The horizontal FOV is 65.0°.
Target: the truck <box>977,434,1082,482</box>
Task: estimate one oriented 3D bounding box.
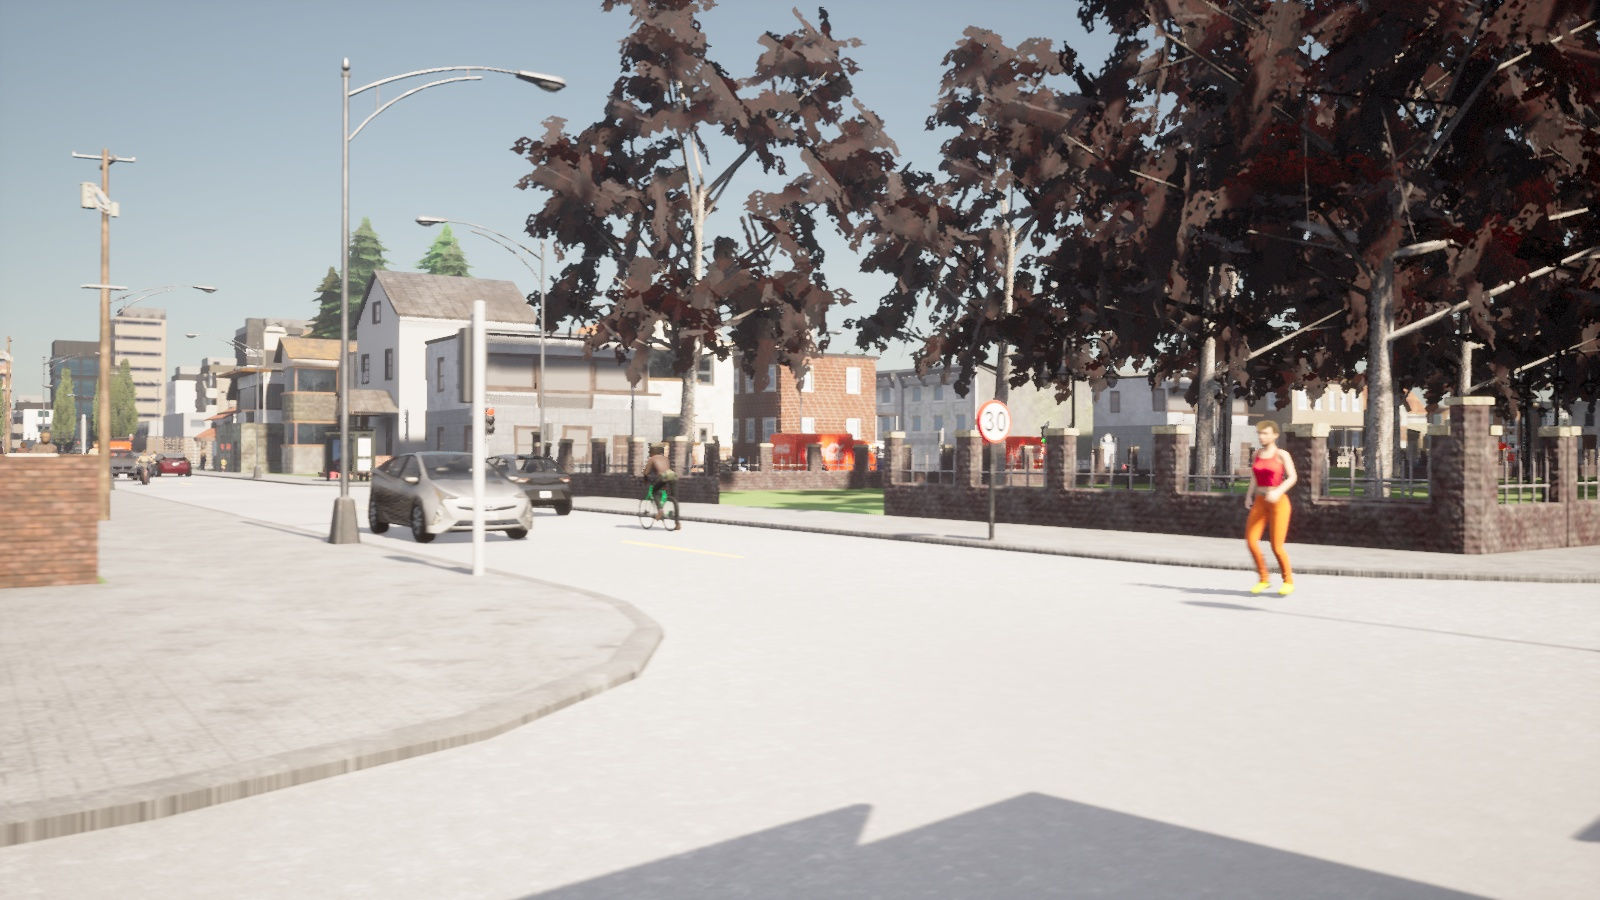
[{"bbox_3d":[12.352,0.437,67.367,5.204,2.467,2.627,0,-1,-35],"label":"truck"}]

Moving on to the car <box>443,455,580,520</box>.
[{"bbox_3d":[-7.148,0.872,30.842,1.816,1.474,4.193,0,0,-36],"label":"car"}]

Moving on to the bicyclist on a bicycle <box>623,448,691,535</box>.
[{"bbox_3d":[-2.790,0.780,24.363,0.582,1.620,1.656,0,-1,-35],"label":"bicyclist on a bicycle"}]

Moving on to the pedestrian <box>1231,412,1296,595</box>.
[{"bbox_3d":[4.773,0.542,12.923,0.594,1.836,0.345,0,0,-34],"label":"pedestrian"}]

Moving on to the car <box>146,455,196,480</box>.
[{"bbox_3d":[-39.103,1.082,77.986,2.163,1.488,4.792,0,0,-34],"label":"car"}]

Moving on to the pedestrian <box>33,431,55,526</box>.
[{"bbox_3d":[-15.037,0.559,24.975,0.331,1.846,0.634,0,0,-35],"label":"pedestrian"}]

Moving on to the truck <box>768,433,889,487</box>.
[{"bbox_3d":[1.358,0.441,59.834,5.204,2.467,2.627,0,0,-34],"label":"truck"}]

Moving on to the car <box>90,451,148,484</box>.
[{"bbox_3d":[-35.802,0.882,65.963,2.242,1.667,4.611,0,0,-34],"label":"car"}]

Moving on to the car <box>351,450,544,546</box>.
[{"bbox_3d":[-6.433,0.778,22.539,2.007,1.525,4.514,0,0,-34],"label":"car"}]

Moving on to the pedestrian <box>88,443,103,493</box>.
[{"bbox_3d":[-26.357,0.661,46.968,0.345,1.836,0.594,0,0,-15],"label":"pedestrian"}]
